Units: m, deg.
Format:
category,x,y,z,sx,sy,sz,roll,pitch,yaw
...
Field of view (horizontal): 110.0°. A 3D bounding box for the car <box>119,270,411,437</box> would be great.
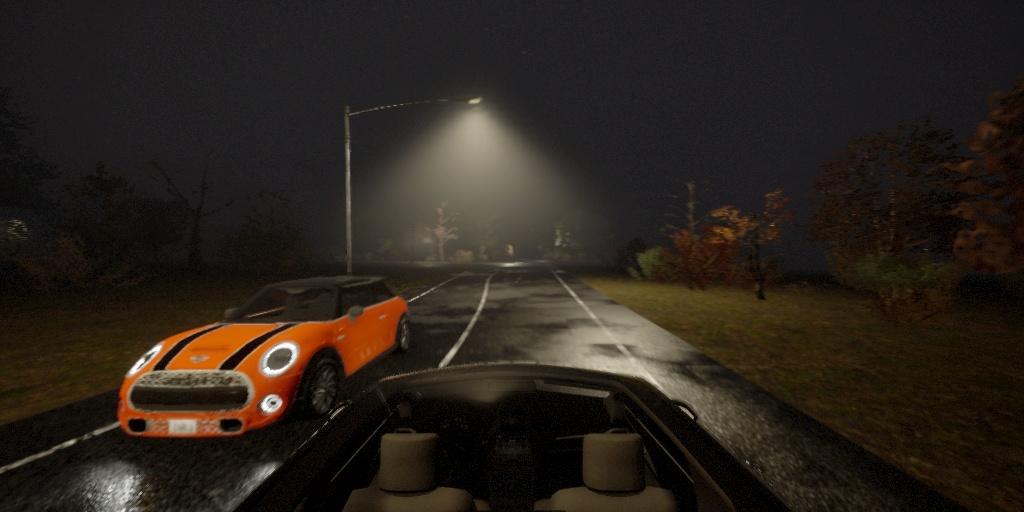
category,x,y,z,sx,sy,sz,roll,pitch,yaw
car,-3.335,1.173,5.963,2.097,1.767,4.553,-1,0,2
